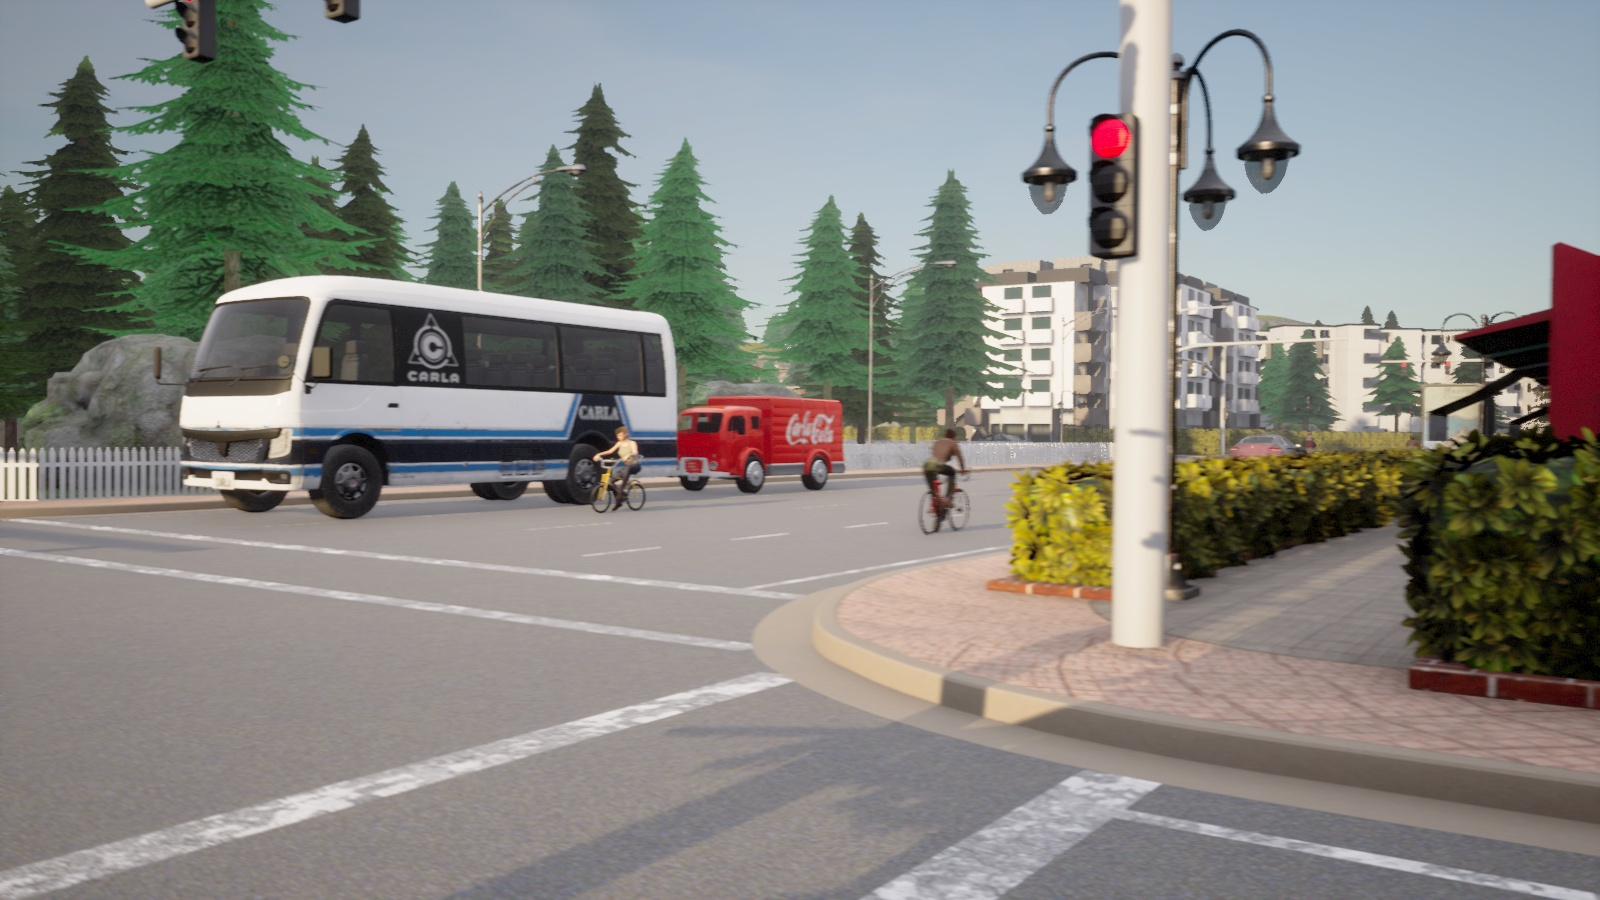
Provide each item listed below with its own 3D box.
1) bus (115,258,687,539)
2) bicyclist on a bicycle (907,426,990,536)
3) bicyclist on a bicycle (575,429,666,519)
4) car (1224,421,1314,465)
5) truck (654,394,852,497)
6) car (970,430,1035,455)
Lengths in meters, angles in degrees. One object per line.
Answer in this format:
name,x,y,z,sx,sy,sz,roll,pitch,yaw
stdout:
bus,-7.021,-0.865,24.372,3.944,4.253,10.273,0,1,34
bicyclist on a bicycle,2.308,0.448,19.368,0.582,1.620,1.656,0,1,34
bicyclist on a bicycle,-3.350,0.426,23.538,0.866,1.612,1.509,0,1,34
car,18.558,-0.298,49.569,2.152,1.651,5.027,0,1,34
truck,-1.123,-0.151,33.054,2.627,2.467,5.204,0,1,34
car,13.049,-0.484,80.895,3.705,1.549,1.789,0,1,36
